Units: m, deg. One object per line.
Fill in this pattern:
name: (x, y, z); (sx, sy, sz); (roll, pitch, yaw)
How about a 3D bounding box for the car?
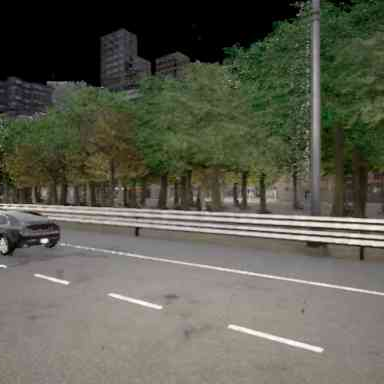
car: (-7.271, 1.512, 13.353); (4.892, 1.490, 1.837); (0, 0, 35)
